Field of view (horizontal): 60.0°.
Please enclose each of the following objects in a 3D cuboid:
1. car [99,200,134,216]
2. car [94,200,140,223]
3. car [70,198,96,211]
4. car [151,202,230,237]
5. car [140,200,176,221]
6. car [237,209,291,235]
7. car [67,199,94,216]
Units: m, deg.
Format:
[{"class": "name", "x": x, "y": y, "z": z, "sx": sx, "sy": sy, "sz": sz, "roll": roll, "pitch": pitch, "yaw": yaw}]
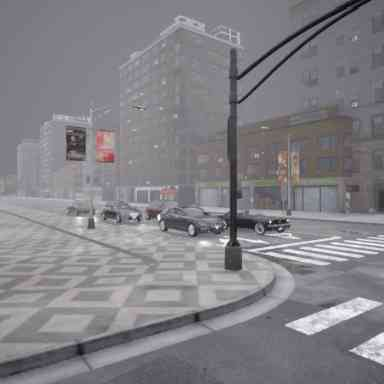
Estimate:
[{"class": "car", "x": -8.029, "y": 1.623, "z": 35.092, "sx": 1.837, "sy": 1.490, "sz": 4.892, "roll": 0, "pitch": 0, "yaw": -36}, {"class": "car", "x": -5.662, "y": 1.582, "z": 26.300, "sx": 2.128, "sy": 1.511, "sz": 4.902, "roll": 0, "pitch": 0, "yaw": -36}, {"class": "car", "x": -14.402, "y": 1.624, "z": 43.918, "sx": 1.882, "sy": 1.535, "sz": 5.008, "roll": 0, "pitch": 0, "yaw": -35}, {"class": "car", "x": -0.163, "y": 1.559, "z": 18.741, "sx": 1.837, "sy": 1.490, "sz": 4.892, "roll": 0, "pitch": 0, "yaw": -36}, {"class": "car", "x": -1.947, "y": 1.435, "z": 26.726, "sx": 2.097, "sy": 1.767, "sz": 4.553, "roll": 0, "pitch": 0, "yaw": -36}, {"class": "car", "x": 3.381, "y": 1.648, "z": 19.403, "sx": 1.895, "sy": 1.301, "sz": 4.718, "roll": 0, "pitch": 0, "yaw": -36}, {"class": "car", "x": -11.512, "y": 1.627, "z": 34.357, "sx": 1.837, "sy": 1.490, "sz": 4.892, "roll": 0, "pitch": 0, "yaw": -36}]
